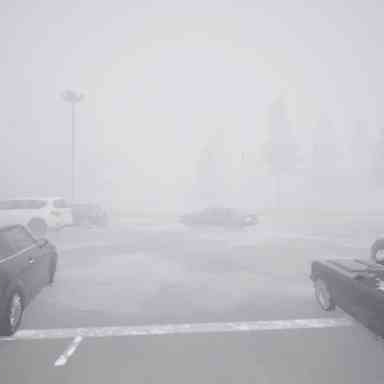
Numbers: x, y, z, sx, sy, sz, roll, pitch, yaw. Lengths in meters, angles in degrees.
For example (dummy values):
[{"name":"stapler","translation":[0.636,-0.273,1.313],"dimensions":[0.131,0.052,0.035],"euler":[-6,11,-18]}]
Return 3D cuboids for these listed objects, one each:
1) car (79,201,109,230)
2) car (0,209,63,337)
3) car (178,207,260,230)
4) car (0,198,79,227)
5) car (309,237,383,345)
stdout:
[{"name":"car","translation":[-7.920,1.492,21.916],"dimensions":[4.553,1.767,2.097],"euler":[0,0,12]},{"name":"car","translation":[-4.152,1.395,6.667],"dimensions":[2.097,1.767,4.553],"euler":[0,0,-12]},{"name":"car","translation":[1.742,1.689,22.156],"dimensions":[5.357,1.411,2.033],"euler":[0,-1,31]},{"name":"car","translation":[-9.618,1.341,18.658],"dimensions":[5.566,2.045,2.150],"euler":[0,-1,3]},{"name":"car","translation":[3.453,1.633,4.910],"dimensions":[1.895,1.301,4.718],"euler":[0,0,-2]}]
